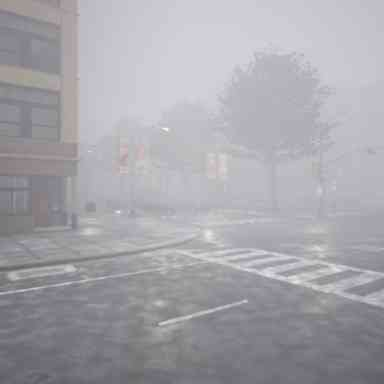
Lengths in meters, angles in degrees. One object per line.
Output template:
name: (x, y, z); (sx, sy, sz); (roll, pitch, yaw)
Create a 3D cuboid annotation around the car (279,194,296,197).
car: (18.487, 1.235, 69.360); (2.002, 1.452, 4.674); (0, 0, -36)

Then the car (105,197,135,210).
car: (-9.476, 1.479, 42.281); (1.837, 1.490, 4.892); (0, 0, -35)

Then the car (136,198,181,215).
car: (-3.512, 1.575, 33.959); (1.895, 1.301, 4.718); (0, 0, -36)

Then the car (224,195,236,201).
car: (8.004, 1.335, 76.834); (2.161, 1.482, 4.786); (0, 0, -36)

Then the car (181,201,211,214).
car: (-0.053, 1.570, 35.143); (1.895, 1.301, 4.718); (0, 0, -36)

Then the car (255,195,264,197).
car: (17.650, 1.367, 83.292); (1.895, 1.301, 4.718); (0, 0, -36)

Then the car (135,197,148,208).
car: (-6.283, 1.461, 43.832); (2.128, 1.511, 4.902); (0, 0, -35)
